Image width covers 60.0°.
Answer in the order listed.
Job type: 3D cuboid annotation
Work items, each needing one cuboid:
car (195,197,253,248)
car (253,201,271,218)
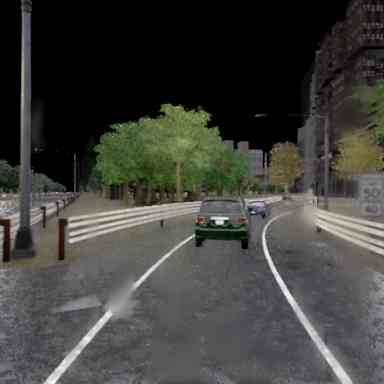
[{"bbox_3d":[1.539,1.229,15.082,2.150,2.045,5.566,0,0,11],"label":"car"},{"bbox_3d":[6.031,1.553,30.353,1.812,1.442,4.674,0,0,21],"label":"car"}]
